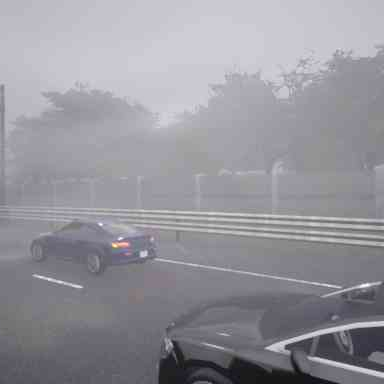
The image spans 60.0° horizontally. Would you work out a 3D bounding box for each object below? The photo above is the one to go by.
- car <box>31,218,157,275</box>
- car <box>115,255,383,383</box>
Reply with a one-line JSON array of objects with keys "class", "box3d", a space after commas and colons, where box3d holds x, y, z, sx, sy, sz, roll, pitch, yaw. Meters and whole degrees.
[{"class": "car", "box3d": [-3.176, 1.537, 10.460, 4.674, 1.442, 1.812, 0, 0, 36]}, {"class": "car", "box3d": [1.876, 1.492, 2.636, 4.902, 1.511, 2.128, 0, 0, 36]}]
